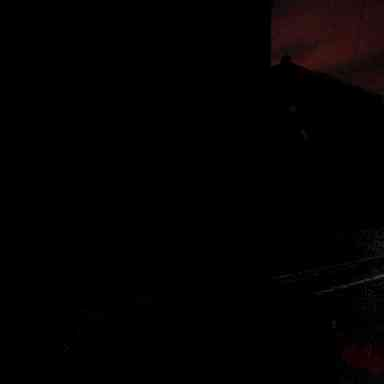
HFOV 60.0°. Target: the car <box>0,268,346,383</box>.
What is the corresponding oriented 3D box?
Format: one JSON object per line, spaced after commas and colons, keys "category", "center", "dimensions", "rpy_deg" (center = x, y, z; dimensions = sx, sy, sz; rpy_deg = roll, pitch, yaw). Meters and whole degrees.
{"category": "car", "center": [-0.701, 1.559, 3.185], "dimensions": [5.357, 1.411, 2.033], "rpy_deg": [1, 0, -35]}
